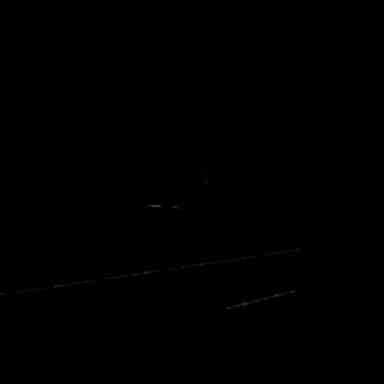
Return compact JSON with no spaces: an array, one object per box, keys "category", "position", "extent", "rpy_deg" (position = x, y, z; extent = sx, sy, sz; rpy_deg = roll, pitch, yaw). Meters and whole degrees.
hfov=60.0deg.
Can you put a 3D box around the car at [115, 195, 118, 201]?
[{"category":"car","position":[-19.284,1.655,86.401],"extent":[1.837,1.490,4.892],"rpy_deg":[0,0,-37]}]

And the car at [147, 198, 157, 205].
[{"category":"car","position":[-8.378,1.742,60.969],"extent":[1.895,1.301,4.718],"rpy_deg":[0,0,-38]}]

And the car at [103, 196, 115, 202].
[{"category":"car","position":[-22.070,1.665,84.282],"extent":[2.128,1.511,4.902],"rpy_deg":[0,0,-37]}]
